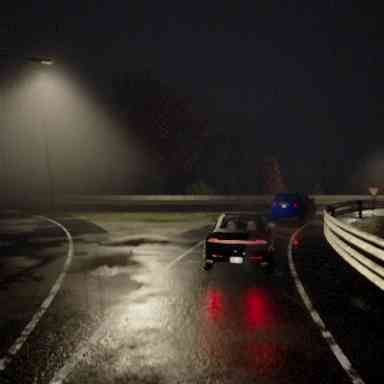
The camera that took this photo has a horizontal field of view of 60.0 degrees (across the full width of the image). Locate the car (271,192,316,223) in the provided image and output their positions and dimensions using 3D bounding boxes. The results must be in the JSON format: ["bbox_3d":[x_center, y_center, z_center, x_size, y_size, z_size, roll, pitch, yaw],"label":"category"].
[{"bbox_3d":[7.433,1.023,24.143,2.150,2.045,5.566,0,1,31],"label":"car"}]

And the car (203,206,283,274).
[{"bbox_3d":[1.556,1.402,10.390,2.128,1.511,4.902,0,1,12],"label":"car"}]
